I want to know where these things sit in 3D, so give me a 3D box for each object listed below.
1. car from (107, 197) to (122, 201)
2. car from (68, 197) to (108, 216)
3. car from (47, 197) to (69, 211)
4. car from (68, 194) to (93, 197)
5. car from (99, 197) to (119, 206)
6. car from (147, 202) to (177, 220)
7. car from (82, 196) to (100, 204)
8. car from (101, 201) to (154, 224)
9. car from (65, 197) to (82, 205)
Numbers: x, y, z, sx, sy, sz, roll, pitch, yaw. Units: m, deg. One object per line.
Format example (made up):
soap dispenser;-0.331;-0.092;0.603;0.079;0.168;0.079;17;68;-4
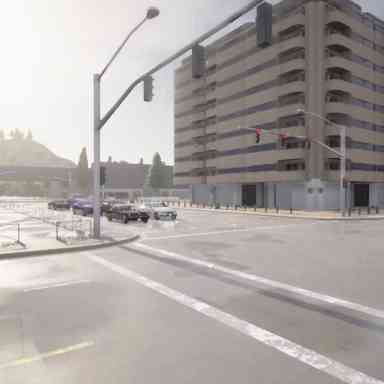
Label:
car;-8.466;1.562;36.464;1.837;1.490;4.892;0;0;-35
car;-10.469;1.534;33.234;1.882;1.535;5.008;0;0;-35
car;-16.933;1.657;42.375;1.895;1.301;4.718;0;0;-35
car;-16.172;1.278;47.363;2.150;2.045;5.566;0;0;-35
car;-14.310;1.583;57.154;1.812;1.442;4.674;0;0;-35
car;-3.106;1.583;28.924;1.812;1.442;4.674;0;0;-35
car;-19.710;1.535;64.777;1.882;1.535;5.008;0;0;-35
car;-5.052;1.657;25.589;1.895;1.301;4.718;0;0;-35
car;-22.118;1.621;62.121;1.994;1.385;4.181;0;0;-35
